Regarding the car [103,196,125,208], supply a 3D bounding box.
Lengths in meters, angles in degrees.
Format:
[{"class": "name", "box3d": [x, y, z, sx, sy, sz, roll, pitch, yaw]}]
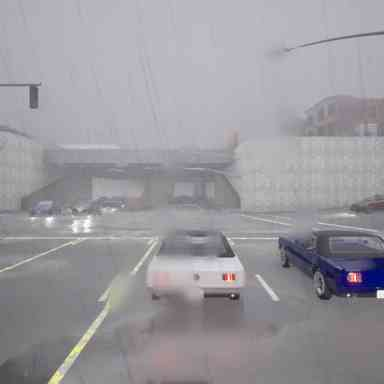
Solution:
[{"class": "car", "box3d": [-11.335, 1.547, 47.209, 2.033, 1.411, 5.357, 0, 0, -1]}]

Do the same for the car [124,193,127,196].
[{"class": "car", "box3d": [-11.659, 1.225, 62.182, 2.150, 2.045, 5.566, 0, 0, -1]}]

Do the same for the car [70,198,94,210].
[{"class": "car", "box3d": [-14.782, 1.526, 44.959, 1.812, 1.442, 4.674, 0, 0, -1]}]

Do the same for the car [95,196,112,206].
[{"class": "car", "box3d": [-15.060, 1.526, 57.041, 1.812, 1.442, 4.674, 0, 0, -1]}]

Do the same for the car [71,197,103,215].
[{"class": "car", "box3d": [-10.658, 1.493, 33.345, 2.128, 1.511, 4.902, 0, 0, -6]}]

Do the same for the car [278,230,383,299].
[{"class": "car", "box3d": [3.584, 1.601, 8.360, 1.895, 1.301, 4.718, 0, 0, 0]}]

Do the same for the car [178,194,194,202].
[{"class": "car", "box3d": [-1.310, 1.521, 73.380, 2.128, 1.511, 4.902, 0, 0, 2]}]

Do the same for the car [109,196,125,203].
[{"class": "car", "box3d": [-15.243, 1.541, 67.967, 2.033, 1.411, 5.357, 0, 0, -1]}]

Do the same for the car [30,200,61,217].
[{"class": "car", "box3d": [-14.020, 1.525, 32.140, 1.812, 1.442, 4.674, 0, 0, -6]}]

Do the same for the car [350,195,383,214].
[{"class": "car", "box3d": [15.822, 0.973, 28.456, 4.181, 1.385, 1.994, -7, 0, 0]}]

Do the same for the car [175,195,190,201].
[{"class": "car", "box3d": [-2.368, 1.478, 85.429, 1.882, 1.535, 5.008, 0, 0, 24]}]

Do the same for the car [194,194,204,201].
[{"class": "car", "box3d": [1.433, 1.355, 85.463, 2.097, 1.767, 4.553, 0, 0, 28]}]

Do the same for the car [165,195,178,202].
[{"class": "car", "box3d": [-4.725, 1.355, 75.563, 2.097, 1.767, 4.553, 0, 0, 6]}]

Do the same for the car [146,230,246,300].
[{"class": "car", "box3d": [0.084, 1.601, 8.351, 1.895, 1.301, 4.718, 0, 0, 0]}]
